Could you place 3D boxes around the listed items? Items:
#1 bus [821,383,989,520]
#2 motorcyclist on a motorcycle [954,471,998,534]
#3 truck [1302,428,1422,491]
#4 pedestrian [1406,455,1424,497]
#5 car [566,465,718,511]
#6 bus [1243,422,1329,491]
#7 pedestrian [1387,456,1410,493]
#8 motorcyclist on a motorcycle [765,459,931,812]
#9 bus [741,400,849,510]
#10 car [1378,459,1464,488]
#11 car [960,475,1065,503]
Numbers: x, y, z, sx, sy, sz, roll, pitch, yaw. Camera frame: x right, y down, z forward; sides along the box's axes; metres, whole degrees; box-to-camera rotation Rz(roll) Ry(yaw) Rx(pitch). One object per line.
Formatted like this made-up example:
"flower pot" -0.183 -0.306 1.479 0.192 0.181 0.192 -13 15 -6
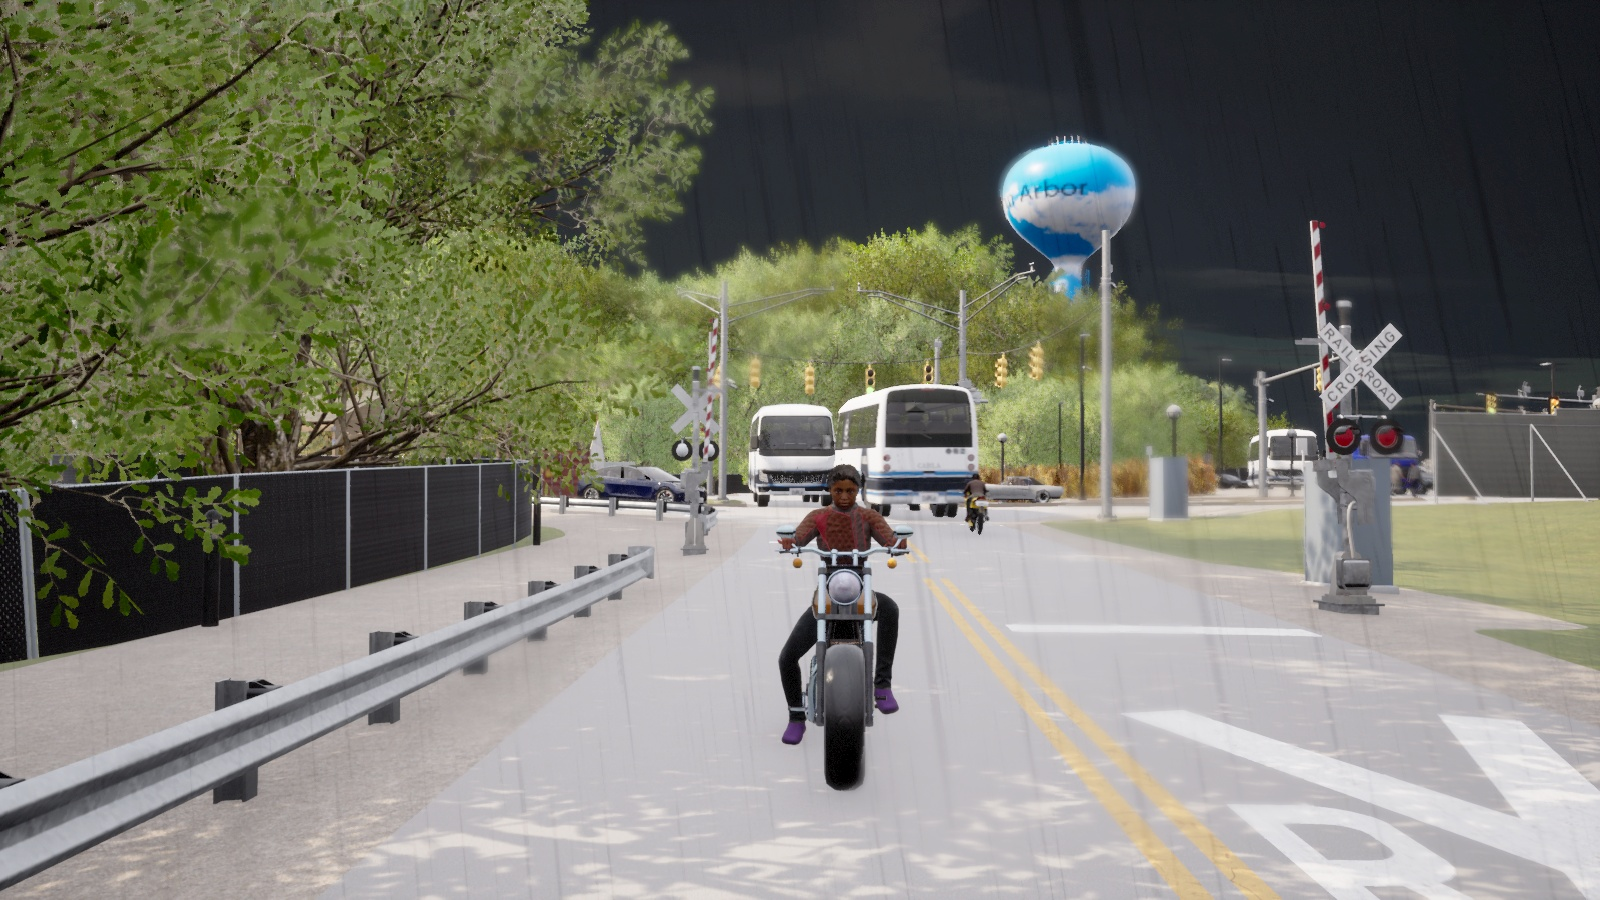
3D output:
"bus" 3.405 0.104 44.493 3.944 4.253 10.273 -1 -1 -7
"motorcyclist on a motorcycle" 4.409 1.304 31.535 0.797 1.523 2.044 1 -1 0
"truck" 32.460 0.593 72.941 2.891 3.462 7.936 0 -1 -5
"pedestrian" 28.976 1.211 59.130 0.423 1.949 0.788 0 -3 0
"car" -5.460 1.299 43.210 4.792 1.488 2.163 0 -1 28
"bus" 33.073 0.568 85.928 3.944 4.253 10.273 0 -3 12
"pedestrian" 31.881 1.288 66.900 0.873 1.952 0.659 0 -3 -8
"motorcyclist on a motorcycle" 0.256 0.884 7.056 0.766 1.649 2.350 0 -1 2
"bus" -0.414 0.233 54.423 3.944 4.253 10.273 0 0 -4
"car" 36.110 1.366 73.139 2.152 1.651 5.027 0 -1 -5
"car" 10.219 1.854 60.572 4.718 1.301 1.895 0 -1 -3
